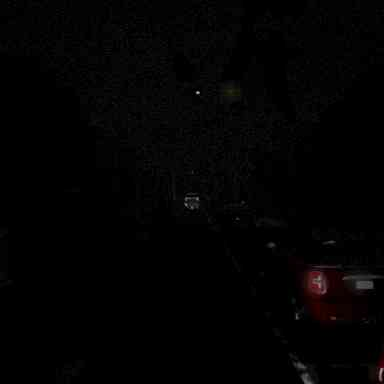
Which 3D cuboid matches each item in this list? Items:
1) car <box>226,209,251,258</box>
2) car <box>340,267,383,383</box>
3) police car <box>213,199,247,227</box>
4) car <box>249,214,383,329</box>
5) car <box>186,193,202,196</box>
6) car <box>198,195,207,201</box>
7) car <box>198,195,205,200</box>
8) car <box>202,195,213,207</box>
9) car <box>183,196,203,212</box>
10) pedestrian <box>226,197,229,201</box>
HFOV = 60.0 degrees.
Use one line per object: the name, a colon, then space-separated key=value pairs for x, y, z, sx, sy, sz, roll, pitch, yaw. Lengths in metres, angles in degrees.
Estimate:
car: x=2.619 y=1.531 z=12.523 sx=2.008 sy=1.369 sz=4.403 roll=-1 pitch=0 yaw=0
car: x=2.623 y=1.542 z=1.432 sx=1.887 sy=1.381 sz=4.507 roll=-1 pitch=0 yaw=0
police car: x=2.744 y=1.394 z=22.641 sx=1.930 sy=1.638 sz=5.238 roll=0 pitch=0 yaw=0
car: x=2.619 y=1.428 z=6.977 sx=1.967 sy=1.590 sz=4.097 roll=-1 pitch=0 yaw=0
car: x=-0.011 y=1.171 z=48.277 sx=2.150 sy=2.045 sz=5.566 roll=0 pitch=0 yaw=0
car: x=2.598 y=1.487 z=83.788 sx=1.887 sy=1.381 sz=4.507 roll=-1 pitch=0 yaw=0
car: x=2.595 y=1.525 z=94.853 sx=1.802 sy=1.307 sz=4.206 roll=-1 pitch=0 yaw=0
car: x=2.608 y=1.499 z=51.343 sx=2.008 sy=1.369 sz=4.403 roll=-1 pitch=0 yaw=0
car: x=0.015 y=1.481 z=38.019 sx=1.812 sy=1.442 sz=4.674 roll=0 pitch=0 yaw=0
pedestrian: x=2.743 y=1.260 z=25.633 sx=0.375 sy=1.860 sz=0.375 roll=-1 pitch=1 yaw=-10
